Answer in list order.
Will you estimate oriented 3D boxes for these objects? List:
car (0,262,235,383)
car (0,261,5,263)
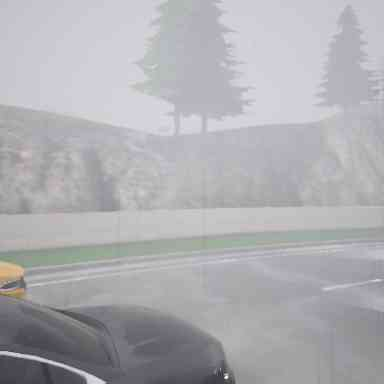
[{"bbox_3d":[-1.855,1.473,2.185,4.892,1.490,1.837,0,0,-36],"label":"car"},{"bbox_3d":[-5.009,1.410,4.481,5.008,1.535,1.882,0,0,-36],"label":"car"}]
